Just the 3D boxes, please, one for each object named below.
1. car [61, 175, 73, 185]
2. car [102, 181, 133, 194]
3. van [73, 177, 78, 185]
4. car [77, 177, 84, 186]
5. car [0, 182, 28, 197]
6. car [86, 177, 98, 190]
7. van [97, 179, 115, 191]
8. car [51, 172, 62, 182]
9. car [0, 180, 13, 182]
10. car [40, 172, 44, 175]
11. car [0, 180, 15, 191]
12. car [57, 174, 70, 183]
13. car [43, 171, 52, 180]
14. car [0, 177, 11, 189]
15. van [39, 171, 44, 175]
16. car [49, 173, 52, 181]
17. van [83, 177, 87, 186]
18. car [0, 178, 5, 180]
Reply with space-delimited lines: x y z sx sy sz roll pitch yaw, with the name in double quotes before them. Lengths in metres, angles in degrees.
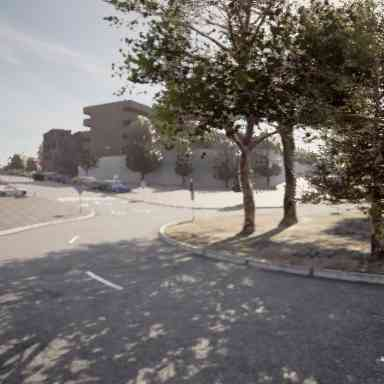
"car" -25.047 -2.340 72.269 2.231 1.521 4.892 6 5 31
"car" -12.078 -0.549 55.834 2.097 1.535 5.008 5 4 32
"van" -21.258 -2.057 67.663 1.878 1.987 4.442 5 4 32
"car" -19.484 -1.697 65.194 2.185 1.767 4.553 5 4 32
"car" -24.042 -0.183 43.698 2.002 1.452 4.674 4 5 30
"car" -15.769 -1.309 60.487 2.435 2.045 5.566 6 5 32
"van" -13.851 -1.033 58.270 1.878 1.987 4.442 5 4 32
"car" -28.790 -3.105 76.949 2.435 2.045 5.566 5 4 31
"car" -25.928 -0.444 45.969 2.163 1.488 4.792 4 5 30
"car" -34.612 -3.618 83.718 1.946 1.575 5.366 6 4 30
"car" -29.747 -0.940 50.407 2.163 1.488 4.792 5 6 30
"car" -26.919 -2.568 74.629 2.163 1.488 4.792 5 4 31
"car" -32.588 -3.617 81.590 2.435 2.045 5.566 5 4 30
"car" -31.605 -1.347 52.692 2.185 1.767 4.553 5 6 30
"van" -36.357 -4.103 86.264 1.878 1.987 4.442 5 4 30
"car" -30.715 -3.109 79.268 2.231 1.521 4.892 5 4 30
"van" -17.666 -1.538 62.762 1.878 1.987 4.442 6 5 32
"car" -27.814 -0.848 48.199 2.185 1.767 4.553 5 6 30
